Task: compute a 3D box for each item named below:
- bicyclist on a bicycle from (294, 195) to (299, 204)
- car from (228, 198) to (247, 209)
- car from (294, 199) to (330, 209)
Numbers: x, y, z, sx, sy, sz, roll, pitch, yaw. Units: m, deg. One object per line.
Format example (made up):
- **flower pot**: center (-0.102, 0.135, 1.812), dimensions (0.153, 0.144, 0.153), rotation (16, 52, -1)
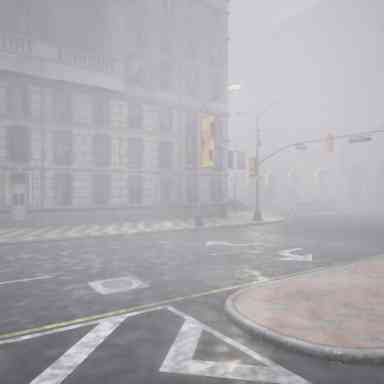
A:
- **bicyclist on a bicycle**: center (18.027, 1.300, 57.169), dimensions (1.656, 1.620, 0.582), rotation (0, 0, -35)
- **car**: center (5.226, 1.491, 44.098), dimensions (2.128, 1.511, 4.902), rotation (0, 0, -35)
- **car**: center (16.637, 1.601, 46.301), dimensions (1.895, 1.301, 4.718), rotation (0, 0, -34)
